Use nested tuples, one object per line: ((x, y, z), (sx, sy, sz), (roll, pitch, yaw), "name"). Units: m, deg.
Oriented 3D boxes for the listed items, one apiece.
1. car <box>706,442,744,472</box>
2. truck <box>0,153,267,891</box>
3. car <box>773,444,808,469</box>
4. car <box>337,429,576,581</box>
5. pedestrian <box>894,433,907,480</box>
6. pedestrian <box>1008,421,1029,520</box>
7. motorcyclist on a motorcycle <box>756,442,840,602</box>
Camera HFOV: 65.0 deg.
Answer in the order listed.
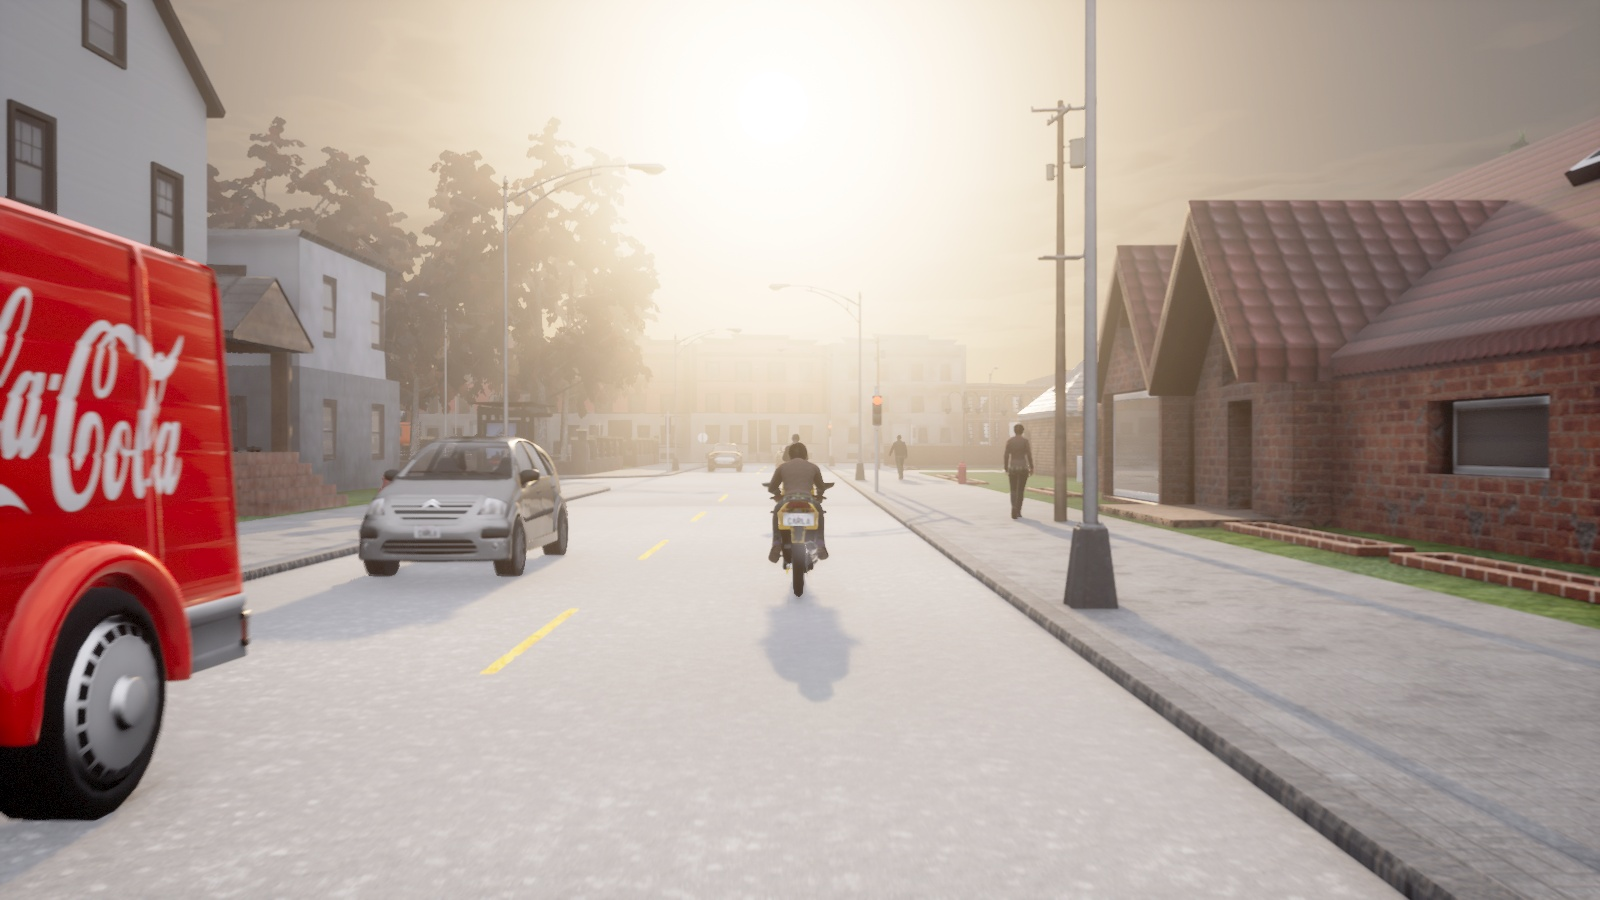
((-4.273, 0.390, 72.361), (2.033, 1.649, 4.856), (0, 0, -2), "car")
((-3.987, 0.243, 3.706), (2.627, 2.467, 5.204), (0, 0, 0), "truck")
((-0.587, 0.395, 78.508), (2.128, 1.511, 4.902), (0, 0, 0), "car")
((-4.026, 0.581, 15.409), (1.851, 1.617, 3.988), (0, 0, 0), "car")
((3.977, 0.265, 49.681), (0.431, 1.840, 0.703), (0, 0, -1), "pedestrian")
((4.079, 0.367, 23.412), (0.328, 1.805, 0.869), (0, 0, 14), "pedestrian")
((-0.016, 0.678, 12.923), (0.797, 1.523, 2.044), (0, 0, 0), "motorcyclist on a motorcycle")
